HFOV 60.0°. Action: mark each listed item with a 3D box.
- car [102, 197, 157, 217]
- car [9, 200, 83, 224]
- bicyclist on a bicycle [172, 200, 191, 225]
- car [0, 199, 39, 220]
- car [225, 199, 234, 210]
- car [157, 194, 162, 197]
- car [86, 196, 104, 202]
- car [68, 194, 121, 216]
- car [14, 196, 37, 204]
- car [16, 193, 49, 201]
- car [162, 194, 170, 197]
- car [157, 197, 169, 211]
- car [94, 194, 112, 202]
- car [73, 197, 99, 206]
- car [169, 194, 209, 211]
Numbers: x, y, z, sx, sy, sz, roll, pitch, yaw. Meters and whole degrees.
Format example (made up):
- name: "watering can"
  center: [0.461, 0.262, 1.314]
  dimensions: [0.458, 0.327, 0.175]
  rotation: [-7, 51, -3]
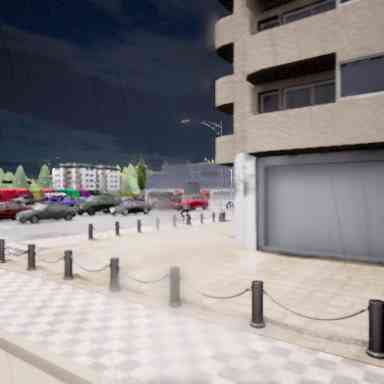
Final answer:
- name: "car"
  center: [-6.184, 1.616, 33.619]
  dimensions: [2.128, 1.511, 4.902]
  rotation: [0, 0, 35]
- name: "car"
  center: [-11.377, 1.652, 26.243]
  dimensions: [1.812, 1.442, 4.674]
  rotation: [0, 0, 35]
- name: "bicyclist on a bicycle"
  center: [-0.714, 1.394, 22.336]
  dimensions: [1.656, 1.620, 0.582]
  rotation: [-1, 0, 35]
- name: "car"
  center: [-15.383, 1.615, 26.674]
  dimensions: [1.882, 1.535, 5.008]
  rotation: [0, 0, 35]
- name: "car"
  center: [6.115, 1.637, 44.601]
  dimensions: [1.812, 1.442, 4.674]
  rotation: [0, 0, 35]
- name: "car"
  center: [-5.716, 1.338, 69.525]
  dimensions: [1.905, 1.878, 3.866]
  rotation: [0, 0, 35]
- name: "car"
  center: [-24.072, 1.645, 82.568]
  dimensions: [1.970, 1.475, 3.806]
  rotation: [0, 0, 35]
- name: "car"
  center: [-9.645, 1.357, 34.791]
  dimensions: [2.150, 2.045, 5.566]
  rotation: [0, 0, 35]
- name: "car"
  center: [-34.190, 1.616, 68.330]
  dimensions: [1.784, 1.438, 3.905]
  rotation: [0, 0, 35]
- name: "car"
  center: [-31.868, 1.397, 66.598]
  dimensions: [1.932, 1.855, 4.605]
  rotation: [0, 0, 35]
- name: "car"
  center: [-3.390, 1.326, 67.802]
  dimensions: [1.932, 1.855, 4.605]
  rotation: [0, 0, 35]
- name: "car"
  center: [-3.867, 1.698, 42.938]
  dimensions: [1.994, 1.385, 4.181]
  rotation: [0, 0, 36]
- name: "car"
  center: [-21.720, 1.397, 80.880]
  dimensions: [1.905, 1.878, 3.866]
  rotation: [0, 0, 35]
- name: "car"
  center: [-18.052, 1.588, 56.867]
  dimensions: [1.970, 1.475, 3.806]
  rotation: [0, 0, 35]
- name: "car"
  center: [-0.012, 1.345, 42.332]
  dimensions: [2.150, 2.045, 5.566]
  rotation: [0, 0, 35]
